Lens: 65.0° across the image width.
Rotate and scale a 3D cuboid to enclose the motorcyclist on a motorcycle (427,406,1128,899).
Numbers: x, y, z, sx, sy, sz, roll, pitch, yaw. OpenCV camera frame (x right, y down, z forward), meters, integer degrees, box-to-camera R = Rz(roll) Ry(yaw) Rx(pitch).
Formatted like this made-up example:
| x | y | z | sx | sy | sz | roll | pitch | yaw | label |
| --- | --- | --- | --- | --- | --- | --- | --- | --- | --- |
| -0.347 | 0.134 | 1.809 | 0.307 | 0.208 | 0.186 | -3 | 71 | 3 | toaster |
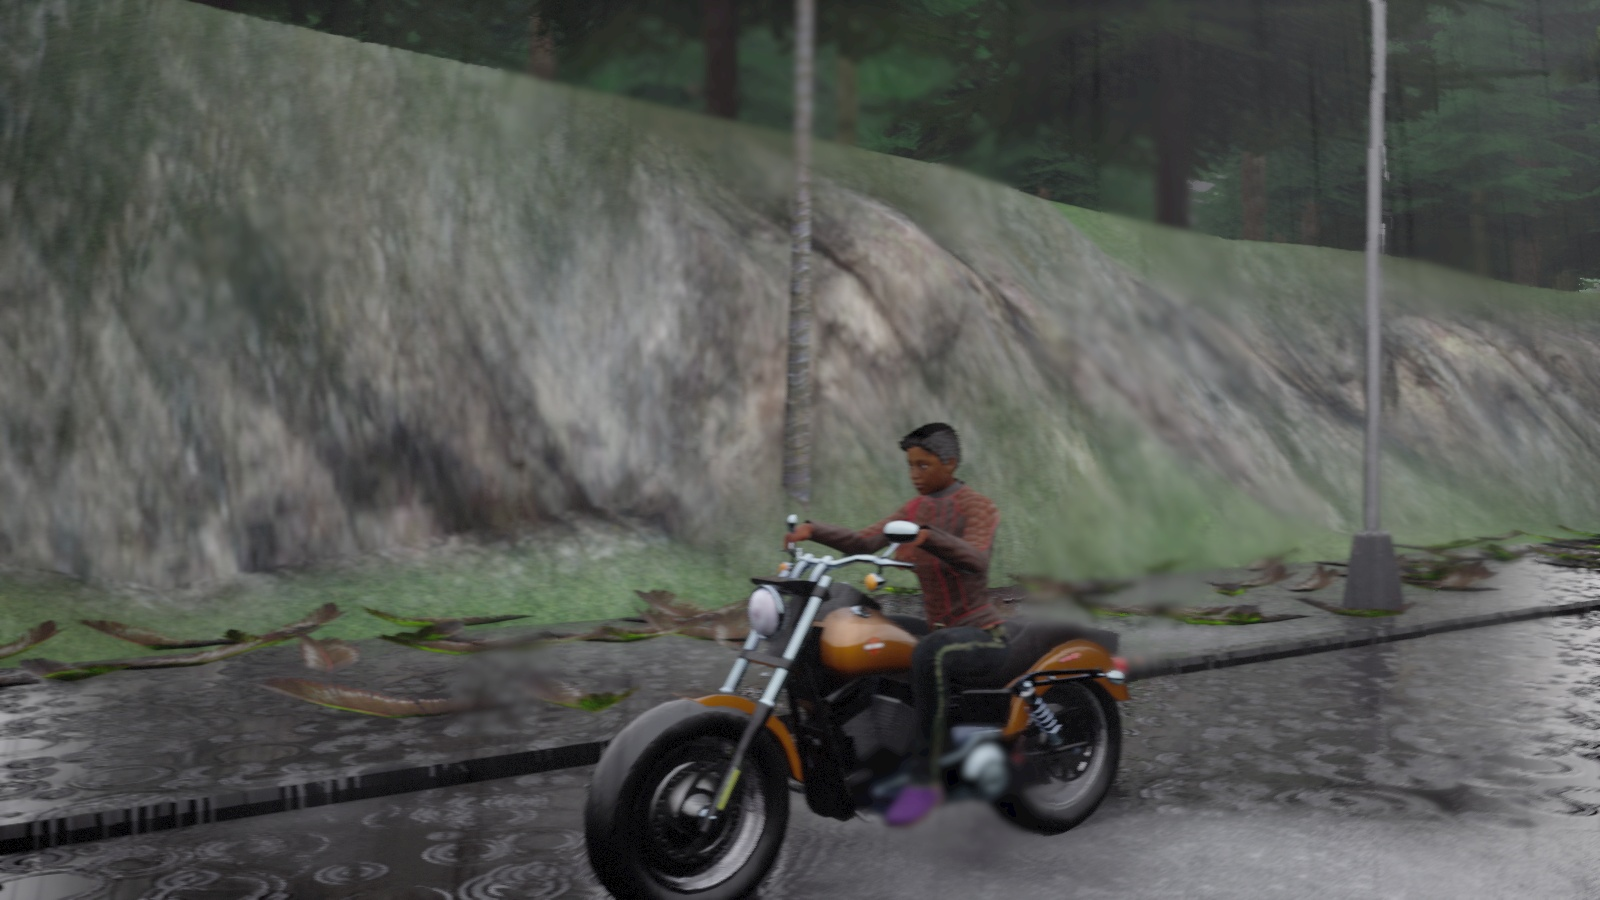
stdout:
| x | y | z | sx | sy | sz | roll | pitch | yaw | label |
| --- | --- | --- | --- | --- | --- | --- | --- | --- | --- |
| 0.023 | 0.705 | 4.283 | 2.350 | 1.649 | 0.766 | 0 | 0 | -35 | motorcyclist on a motorcycle |
